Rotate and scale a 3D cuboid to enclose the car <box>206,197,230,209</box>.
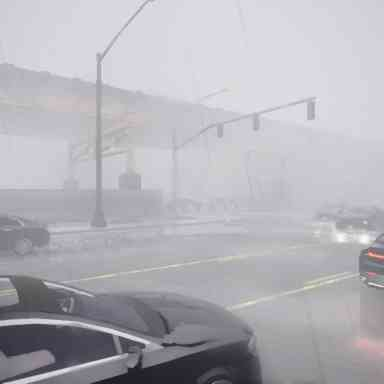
[{"bbox_3d":[3.238,1.295,40.741,1.853,1.218,4.536,0,0,18],"label":"car"}]

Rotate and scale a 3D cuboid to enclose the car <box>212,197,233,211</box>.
[{"bbox_3d":[3.222,1.453,40.692,2.038,1.542,4.974,0,0,18],"label":"car"}]

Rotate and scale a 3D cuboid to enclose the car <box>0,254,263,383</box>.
[{"bbox_3d":[-1.529,1.491,2.664,4.902,1.511,2.128,0,0,-35],"label":"car"}]

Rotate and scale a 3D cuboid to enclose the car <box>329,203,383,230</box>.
[{"bbox_3d":[10.534,1.547,20.370,2.033,1.411,5.357,0,0,42],"label":"car"}]

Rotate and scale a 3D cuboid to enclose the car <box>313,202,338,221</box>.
[{"bbox_3d":[11.371,1.547,26.860,2.033,1.411,5.357,0,0,35],"label":"car"}]

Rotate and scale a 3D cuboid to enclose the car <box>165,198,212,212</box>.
[{"bbox_3d":[-0.530,1.453,38.017,4.974,1.542,2.038,0,0,8],"label":"car"}]

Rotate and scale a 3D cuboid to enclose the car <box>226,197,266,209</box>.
[{"bbox_3d":[7.143,1.452,44.440,4.974,1.542,2.038,0,0,-7],"label":"car"}]

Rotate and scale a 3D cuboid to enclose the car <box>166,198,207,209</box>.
[{"bbox_3d":[-0.582,1.295,38.025,4.536,1.218,1.853,0,0,8],"label":"car"}]

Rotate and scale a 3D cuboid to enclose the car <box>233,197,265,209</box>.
[{"bbox_3d":[7.092,1.295,44.434,4.536,1.218,1.853,0,0,-7],"label":"car"}]

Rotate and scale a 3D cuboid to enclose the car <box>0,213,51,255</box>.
[{"bbox_3d":[-7.532,1.505,11.518,4.892,1.490,1.837,0,0,-35],"label":"car"}]

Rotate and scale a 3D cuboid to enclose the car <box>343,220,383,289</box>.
[{"bbox_3d":[5.901,1.505,7.947,4.892,1.490,1.837,0,0,-35],"label":"car"}]
